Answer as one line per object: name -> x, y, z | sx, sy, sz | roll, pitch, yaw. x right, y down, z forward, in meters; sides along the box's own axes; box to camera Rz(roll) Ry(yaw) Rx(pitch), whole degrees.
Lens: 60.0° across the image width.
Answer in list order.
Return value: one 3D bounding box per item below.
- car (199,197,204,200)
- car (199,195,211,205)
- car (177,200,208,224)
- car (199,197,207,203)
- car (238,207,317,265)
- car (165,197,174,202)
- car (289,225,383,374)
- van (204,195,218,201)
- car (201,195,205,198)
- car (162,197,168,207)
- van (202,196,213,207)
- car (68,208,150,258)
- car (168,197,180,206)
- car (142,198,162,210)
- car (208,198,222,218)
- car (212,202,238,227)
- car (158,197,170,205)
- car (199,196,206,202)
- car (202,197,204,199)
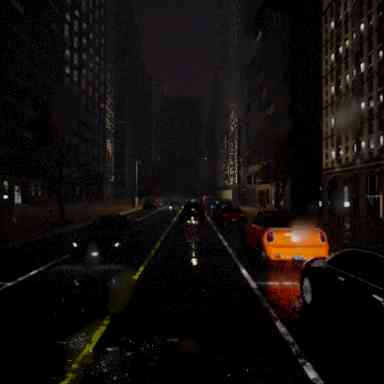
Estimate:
car -> 0.075, 1.730, 41.763 | 2.033, 1.411, 5.357 | 0, 0, 0
car -> 2.693, 1.607, 68.704 | 2.192, 1.841, 5.009 | 1, 0, 0
car -> 0.055, 1.620, 25.935 | 1.837, 1.490, 4.892 | 0, 0, 0
car -> 2.688, 1.919, 79.985 | 1.802, 1.307, 4.206 | 1, 0, 0
car -> 3.112, 1.407, 12.000 | 2.097, 1.767, 4.553 | 0, 0, 0
car -> -5.692, 1.909, 85.607 | 2.008, 1.369, 4.403 | 1, 0, 0
car -> 3.145, 1.527, 5.029 | 1.837, 1.490, 4.892 | 0, 0, 0
van -> 2.695, 1.518, 40.496 | 1.690, 1.788, 3.998 | 1, 0, 0
car -> 2.694, 1.539, 51.780 | 2.192, 1.841, 5.009 | 1, 0, 0
car -> -5.689, 1.797, 57.393 | 2.008, 1.369, 4.403 | 1, 0, 0
van -> 2.694, 1.588, 57.421 | 1.690, 1.788, 3.998 | 1, 0, 0
car -> -3.102, 1.606, 13.271 | 2.033, 1.411, 5.357 | 0, 0, 0
car -> -3.009, 1.861, 60.853 | 1.895, 1.301, 4.718 | 0, 0, 0
car -> -5.687, 1.641, 46.109 | 1.967, 1.590, 4.097 | 1, 0, 0
car -> 2.695, 1.569, 29.214 | 1.967, 1.590, 4.097 | 1, 0, 0
car -> 2.695, 1.649, 23.572 | 1.887, 1.381, 4.507 | 1, 0, 0
car -> -5.691, 1.842, 68.679 | 2.008, 1.369, 4.403 | 1, 0, 0
car -> 2.689, 1.885, 85.797 | 1.752, 1.417, 4.829 | 1, 0, 0
car -> 2.692, 1.752, 46.137 | 2.008, 1.369, 4.403 | 1, 0, 0
